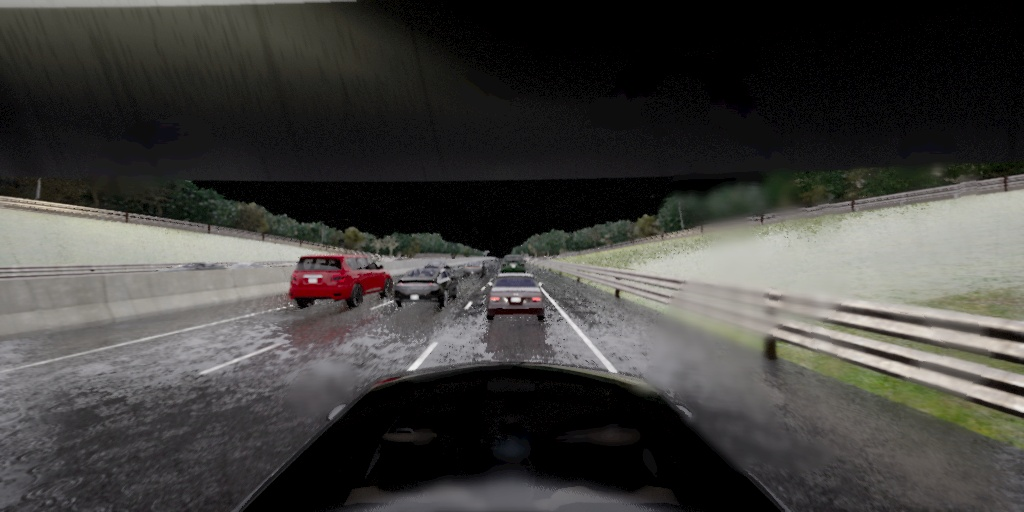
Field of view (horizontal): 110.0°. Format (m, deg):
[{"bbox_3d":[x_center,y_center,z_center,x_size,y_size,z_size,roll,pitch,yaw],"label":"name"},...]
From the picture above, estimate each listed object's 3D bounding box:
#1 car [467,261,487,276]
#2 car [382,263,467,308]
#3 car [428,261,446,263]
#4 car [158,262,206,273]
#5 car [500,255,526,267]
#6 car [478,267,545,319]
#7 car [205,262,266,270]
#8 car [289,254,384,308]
[{"bbox_3d":[-3.371,1.218,33.151,2.128,1.511,4.902,0,0,0],"label":"car"},{"bbox_3d":[-3.389,1.221,14.929,2.128,1.511,4.902,0,0,0],"label":"car"},{"bbox_3d":[-6.870,1.217,33.165,2.128,1.511,4.902,0,0,0],"label":"car"},{"bbox_3d":[-24.571,1.209,27.702,2.128,1.511,4.902,0,0,0],"label":"car"},{"bbox_3d":[0.129,0.949,32.631,2.150,2.045,5.566,0,0,0],"label":"car"},{"bbox_3d":[0.112,1.278,12.653,2.033,1.411,5.357,0,0,0],"label":"car"},{"bbox_3d":[-21.071,1.245,28.255,1.812,1.442,4.674,0,0,0],"label":"car"},{"bbox_3d":[-6.888,0.950,15.082,2.150,2.045,5.566,0,0,0],"label":"car"}]
